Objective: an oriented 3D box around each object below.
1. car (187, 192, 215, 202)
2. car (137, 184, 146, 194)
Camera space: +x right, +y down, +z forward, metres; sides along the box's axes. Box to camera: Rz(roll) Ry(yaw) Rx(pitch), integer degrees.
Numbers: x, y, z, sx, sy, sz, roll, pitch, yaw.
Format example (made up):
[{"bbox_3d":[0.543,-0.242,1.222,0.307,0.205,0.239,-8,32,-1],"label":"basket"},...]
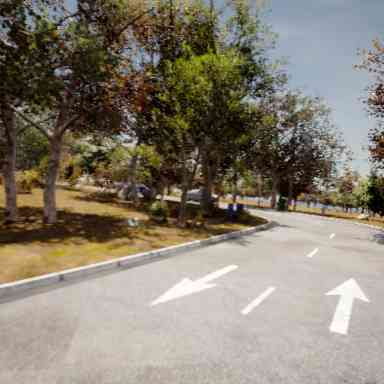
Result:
[{"bbox_3d":[0.847,0.622,42.001,4.181,1.385,1.994,7,1,31],"label":"car"},{"bbox_3d":[-8.927,-0.633,47.638,5.008,1.535,1.882,7,1,30],"label":"car"}]
